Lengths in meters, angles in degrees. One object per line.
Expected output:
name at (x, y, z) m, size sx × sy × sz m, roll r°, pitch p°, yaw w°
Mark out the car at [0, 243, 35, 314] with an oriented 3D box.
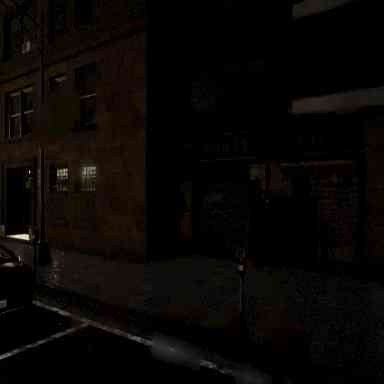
car at (-4.816, 1.550, 6.504) m, size 4.403 × 1.369 × 2.008 m, roll 0°, pitch 0°, yaw 35°
